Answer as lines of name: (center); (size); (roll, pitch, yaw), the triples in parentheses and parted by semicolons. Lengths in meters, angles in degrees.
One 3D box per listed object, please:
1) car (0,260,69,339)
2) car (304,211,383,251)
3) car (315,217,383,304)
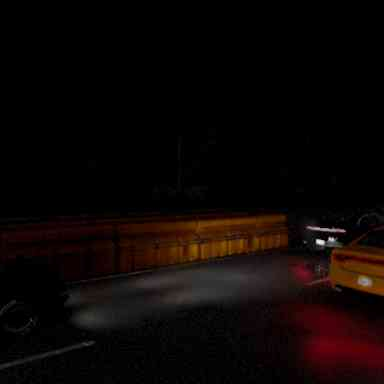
car: (-4.404, 1.603, 4.905); (4.718, 1.301, 1.895); (0, 0, -35)
car: (6.255, 1.452, 12.506); (4.902, 1.511, 2.128); (0, 0, -35)
car: (5.114, 1.451, 7.394); (5.008, 1.535, 1.882); (0, 0, -35)
